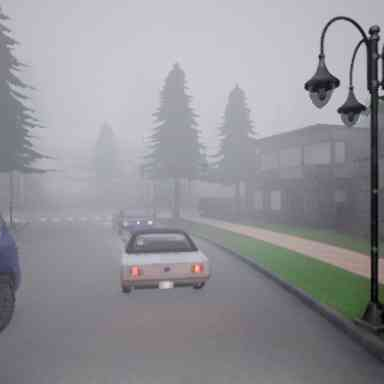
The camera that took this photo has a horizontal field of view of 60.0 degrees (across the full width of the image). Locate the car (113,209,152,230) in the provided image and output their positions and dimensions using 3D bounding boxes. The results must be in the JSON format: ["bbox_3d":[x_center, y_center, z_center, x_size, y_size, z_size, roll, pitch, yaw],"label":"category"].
[{"bbox_3d":[-3.427,1.600,18.938,1.895,1.301,4.718,0,0,-18],"label":"car"}]

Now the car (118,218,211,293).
[{"bbox_3d":[-0.921,1.600,8.917,1.895,1.301,4.718,0,0,-11],"label":"car"}]

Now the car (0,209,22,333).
[{"bbox_3d":[-3.926,1.226,3.701,2.150,2.045,5.566,0,0,-5],"label":"car"}]
